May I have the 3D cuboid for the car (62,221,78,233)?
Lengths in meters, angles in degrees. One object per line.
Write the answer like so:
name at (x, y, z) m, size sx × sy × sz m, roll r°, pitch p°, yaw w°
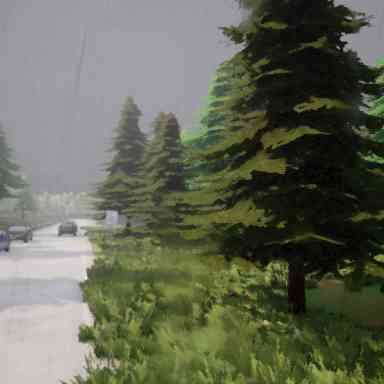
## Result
car at (-17.562, 5.025, 48.005) m, size 1.837 × 1.490 × 4.892 m, roll 2°, pitch -4°, yaw -18°

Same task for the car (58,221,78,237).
car at (-14.224, 4.279, 38.029) m, size 1.837 × 1.490 × 4.892 m, roll 2°, pitch -5°, yaw -18°

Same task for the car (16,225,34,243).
car at (-15.022, 3.589, 28.835) m, size 1.812 × 1.442 × 4.674 m, roll 2°, pitch -5°, yaw -18°

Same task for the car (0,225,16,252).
car at (-11.835, 2.816, 19.122) m, size 1.882 × 1.535 × 5.008 m, roll 2°, pitch -5°, yaw -18°
